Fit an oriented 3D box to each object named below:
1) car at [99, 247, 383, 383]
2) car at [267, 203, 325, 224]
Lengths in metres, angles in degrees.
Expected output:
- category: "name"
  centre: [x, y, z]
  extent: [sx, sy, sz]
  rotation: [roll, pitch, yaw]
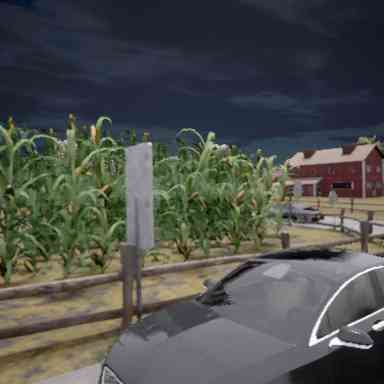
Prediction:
- category: "car"
  centre: [1.378, 1.523, 4.003]
  extent: [4.892, 1.490, 1.837]
  rotation: [0, 0, -35]
- category: "car"
  centre: [7.626, 1.512, 24.731]
  extent: [1.994, 1.385, 4.181]
  rotation: [-2, 2, -38]
